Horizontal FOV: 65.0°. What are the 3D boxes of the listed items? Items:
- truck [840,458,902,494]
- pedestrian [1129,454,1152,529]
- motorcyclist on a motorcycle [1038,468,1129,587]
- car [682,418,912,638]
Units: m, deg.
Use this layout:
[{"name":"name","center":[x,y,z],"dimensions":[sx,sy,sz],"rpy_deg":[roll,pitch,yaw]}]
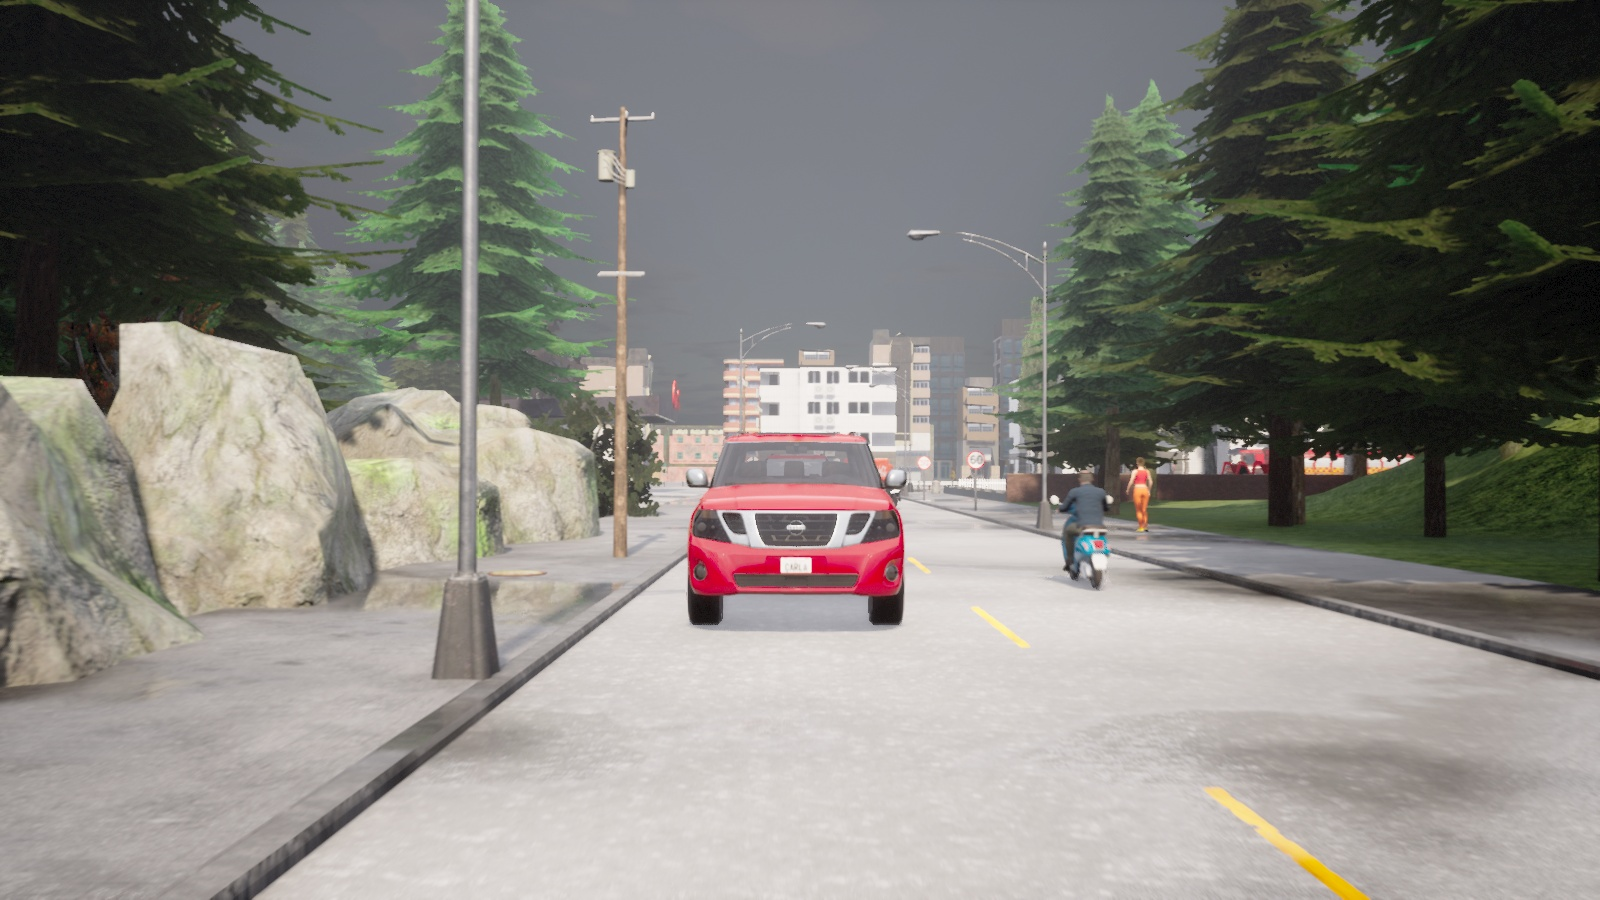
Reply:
[{"name":"truck","center":[5.060,1.804,88.901],"dimensions":[2.627,2.467,5.204],"rpy_deg":[-1,-1,24]},{"name":"pedestrian","center":[8.349,1.009,30.791],"dimensions":[0.345,1.836,0.594],"rpy_deg":[0,-1,-5]},{"name":"motorcyclist on a motorcycle","center":[3.958,1.049,17.674],"dimensions":[0.866,1.590,1.817],"rpy_deg":[0,-1,0]},{"name":"car","center":[-0.037,0.779,14.535],"dimensions":[2.150,2.045,5.566],"rpy_deg":[0,-1,0]}]
